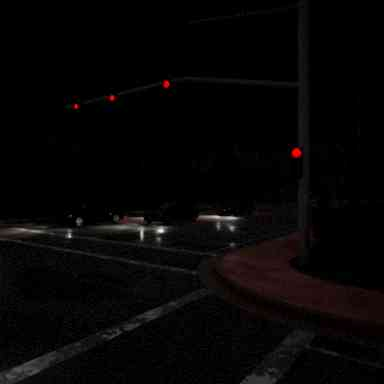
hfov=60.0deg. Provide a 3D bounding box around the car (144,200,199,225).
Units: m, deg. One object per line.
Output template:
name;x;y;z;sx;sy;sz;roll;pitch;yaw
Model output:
car;-1.435;1.471;24.652;1.882;1.535;5.008;0;0;36

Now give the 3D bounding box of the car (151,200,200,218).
car;-1.420;1.497;30.676;1.837;1.490;4.892;0;0;36

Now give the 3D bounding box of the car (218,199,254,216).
car;4.424;1.498;32.792;1.837;1.490;4.892;0;0;36

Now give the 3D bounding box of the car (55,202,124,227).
car;-6.951;1.470;22.961;1.882;1.535;5.008;0;0;36
